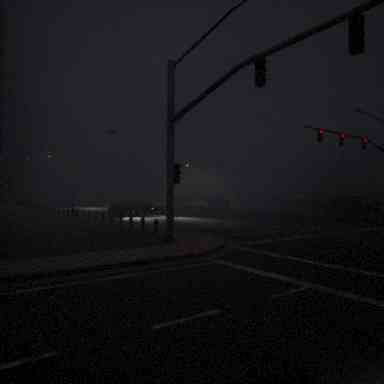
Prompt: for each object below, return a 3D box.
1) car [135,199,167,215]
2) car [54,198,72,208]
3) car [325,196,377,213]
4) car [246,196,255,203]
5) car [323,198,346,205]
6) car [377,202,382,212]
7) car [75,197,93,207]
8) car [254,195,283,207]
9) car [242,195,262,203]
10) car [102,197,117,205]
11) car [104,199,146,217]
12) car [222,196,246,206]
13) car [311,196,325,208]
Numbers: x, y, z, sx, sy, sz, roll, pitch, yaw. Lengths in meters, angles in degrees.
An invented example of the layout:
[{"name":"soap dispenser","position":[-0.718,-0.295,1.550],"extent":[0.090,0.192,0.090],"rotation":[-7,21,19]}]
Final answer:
[{"name":"car","position":[-4.628,1.738,35.479],"extent":[1.895,1.301,4.718],"rotation":[1,0,-36]},{"name":"car","position":[-19.800,1.635,50.767],"extent":[1.812,1.442,4.674],"rotation":[1,-1,-35]},{"name":"car","position":[18.686,1.464,39.270],"extent":[1.932,1.855,4.605],"rotation":[1,0,-36]},{"name":"car","position":[11.437,1.792,74.026],"extent":[1.784,1.438,3.905],"rotation":[1,0,-36]},{"name":"car","position":[29.249,1.883,68.205],"extent":[1.784,1.438,3.905],"rotation":[1,0,-36]},{"name":"car","position":[21.074,1.490,40.905],"extent":[1.905,1.878,3.866],"rotation":[1,0,-36]},{"name":"car","position":[-17.479,1.631,53.547],"extent":[2.128,1.511,4.902],"rotation":[1,0,-35]},{"name":"car","position":[13.142,1.752,56.700],"extent":[1.970,1.475,3.806],"rotation":[1,0,-36]},{"name":"car","position":[13.594,1.603,75.625],"extent":[1.932,1.855,4.605],"rotation":[1,0,-36]},{"name":"car","position":[-15.333,1.700,62.571],"extent":[1.837,1.490,4.892],"rotation":[1,0,-36]},{"name":"car","position":[-6.516,1.673,32.108],"extent":[1.994,1.385,4.181],"rotation":[1,0,-36]},{"name":"car","position":[9.078,1.800,72.347],"extent":[1.970,1.475,3.806],"rotation":[1,0,-36]},{"name":"car","position":[26.854,1.648,66.578],"extent":[1.932,1.855,4.605],"rotation":[1,0,-36]}]
